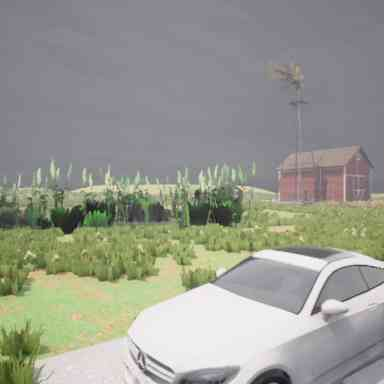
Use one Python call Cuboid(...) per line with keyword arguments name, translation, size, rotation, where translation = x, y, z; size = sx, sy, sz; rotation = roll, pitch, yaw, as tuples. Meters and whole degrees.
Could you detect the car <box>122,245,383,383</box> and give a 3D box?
Cuboid(name="car", translation=(1.401, 1.525, 4.471), size=(4.674, 1.442, 1.812), rotation=(0, 0, -35))
